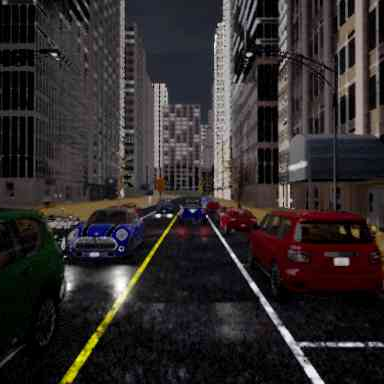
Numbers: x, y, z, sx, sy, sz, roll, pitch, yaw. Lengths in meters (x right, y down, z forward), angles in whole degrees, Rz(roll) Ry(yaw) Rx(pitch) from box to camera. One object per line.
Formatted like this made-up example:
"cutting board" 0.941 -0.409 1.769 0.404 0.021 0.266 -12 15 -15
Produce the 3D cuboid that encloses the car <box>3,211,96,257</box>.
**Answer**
"car" -5.693 1.616 13.976 2.008 1.369 4.403 0 0 0

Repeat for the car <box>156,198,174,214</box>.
"car" -3.037 1.716 38.848 2.033 1.411 5.357 0 0 0

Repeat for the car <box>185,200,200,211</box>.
"car" 0.053 1.792 44.791 1.895 1.301 4.718 0 0 0

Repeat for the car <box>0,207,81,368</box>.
"car" -3.101 1.238 3.160 2.150 2.045 5.566 0 0 0

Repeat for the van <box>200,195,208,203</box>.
"van" 2.644 1.655 76.080 1.690 1.788 3.998 0 0 0

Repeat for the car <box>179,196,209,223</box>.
"car" 0.055 1.468 26.771 2.097 1.767 4.553 0 0 0

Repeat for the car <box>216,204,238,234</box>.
"car" 2.684 1.630 19.664 1.887 1.381 4.507 0 0 0

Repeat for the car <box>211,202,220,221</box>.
"car" 2.679 1.692 25.306 1.802 1.307 4.206 0 0 0

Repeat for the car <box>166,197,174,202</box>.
"car" -5.747 1.911 87.332 2.008 1.369 4.403 1 0 0

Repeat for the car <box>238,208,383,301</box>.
"car" 2.694 1.352 8.383 2.192 1.841 5.009 0 0 0

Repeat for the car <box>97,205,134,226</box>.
"car" -5.701 1.696 25.261 1.802 1.307 4.206 0 0 0

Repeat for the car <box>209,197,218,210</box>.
"car" 2.667 1.724 42.230 1.887 1.381 4.507 0 0 0

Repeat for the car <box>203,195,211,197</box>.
"car" 2.664 1.643 47.872 1.967 1.590 4.097 0 0 0

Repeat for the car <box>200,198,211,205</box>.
"car" 2.650 1.821 64.796 2.008 1.369 4.403 0 0 0

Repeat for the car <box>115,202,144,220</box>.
"car" -5.705 1.682 30.904 1.887 1.381 4.507 0 0 0

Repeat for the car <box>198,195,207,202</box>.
"car" 2.636 1.671 87.362 2.192 1.841 5.009 0 0 0

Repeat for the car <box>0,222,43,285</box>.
"car" -5.688 1.607 8.333 1.947 1.339 4.313 0 0 0

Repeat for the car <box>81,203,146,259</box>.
"car" -3.096 1.411 12.839 2.097 1.767 4.553 0 0 0
